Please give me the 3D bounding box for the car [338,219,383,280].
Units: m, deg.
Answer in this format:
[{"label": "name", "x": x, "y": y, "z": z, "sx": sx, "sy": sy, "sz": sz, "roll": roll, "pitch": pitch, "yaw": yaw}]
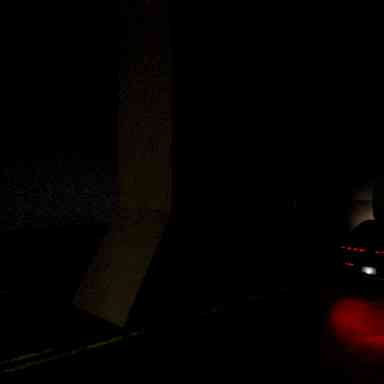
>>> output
[{"label": "car", "x": 5.665, "y": 1.513, "z": 9.208, "sx": 1.837, "sy": 1.490, "sz": 4.892, "roll": 1, "pitch": 0, "yaw": 44}]
